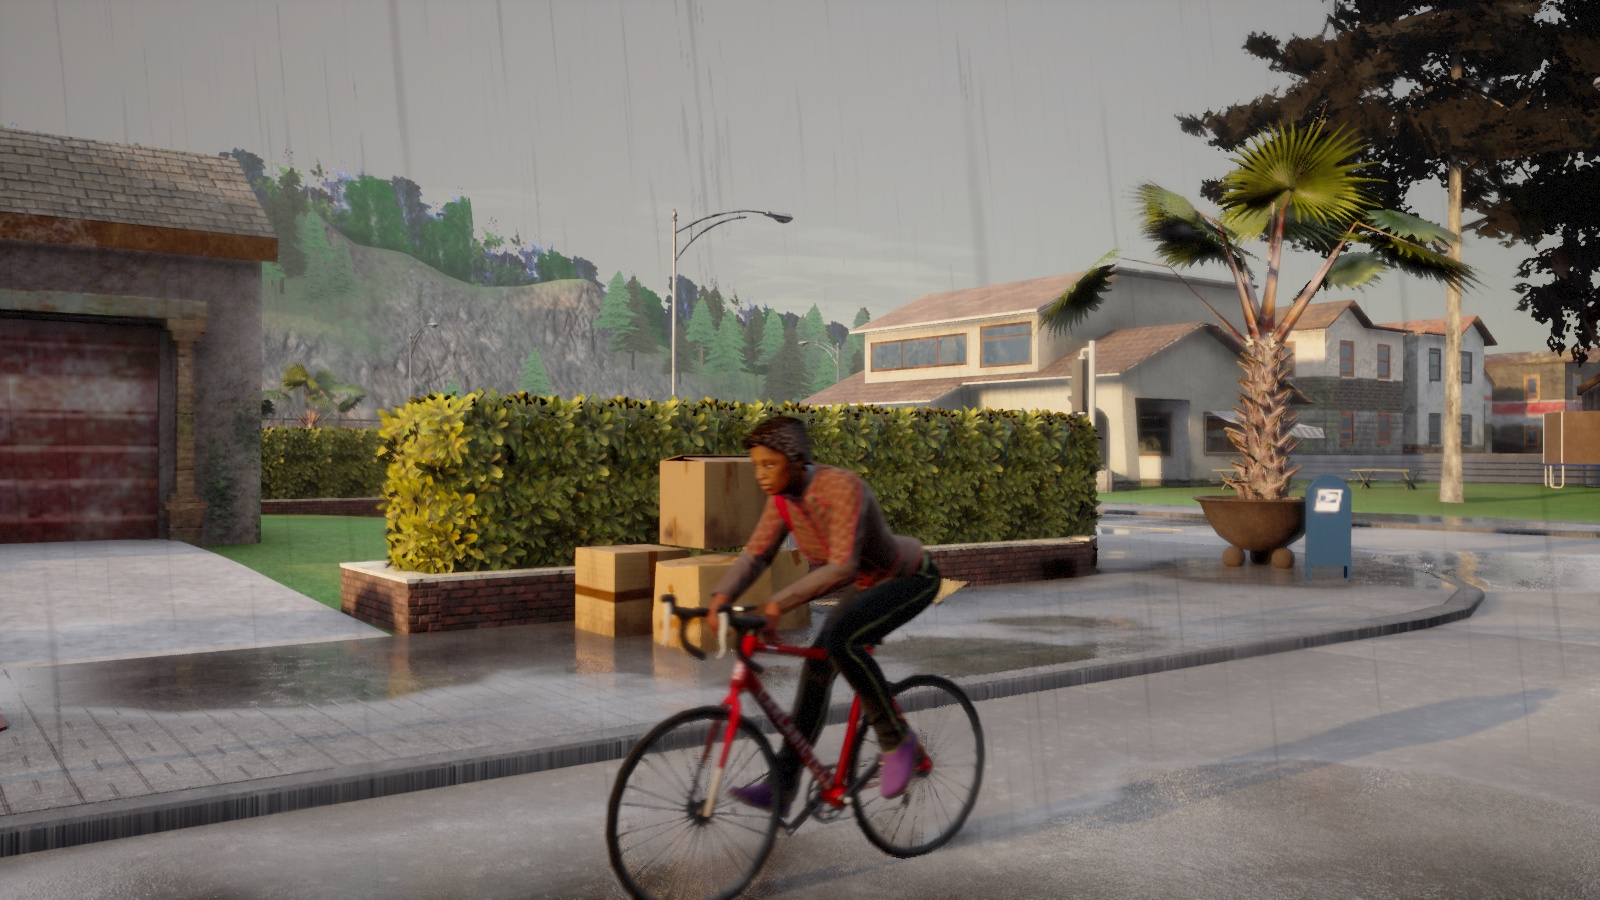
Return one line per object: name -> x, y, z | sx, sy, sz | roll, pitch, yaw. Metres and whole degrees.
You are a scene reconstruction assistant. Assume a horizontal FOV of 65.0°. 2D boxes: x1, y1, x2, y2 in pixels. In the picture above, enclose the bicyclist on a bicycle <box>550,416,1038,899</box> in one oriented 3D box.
bicyclist on a bicycle -> 0.031, 0.708, 4.338 | 1.656, 1.620, 0.582 | 0, 0, -37
